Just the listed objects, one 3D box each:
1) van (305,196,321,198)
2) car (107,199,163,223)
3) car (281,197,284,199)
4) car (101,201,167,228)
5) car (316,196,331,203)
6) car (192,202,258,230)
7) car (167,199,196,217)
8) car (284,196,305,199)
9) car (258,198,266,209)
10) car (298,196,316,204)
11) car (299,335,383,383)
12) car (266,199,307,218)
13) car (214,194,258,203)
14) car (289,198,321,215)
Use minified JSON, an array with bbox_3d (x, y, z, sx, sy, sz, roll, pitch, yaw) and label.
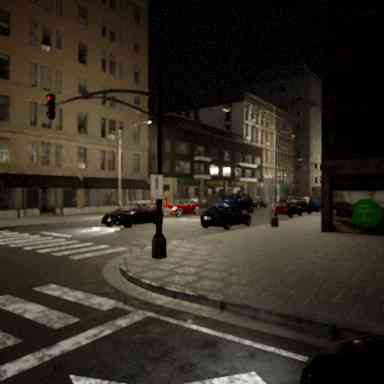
[{"bbox_3d":[15.061,1.349,39.075,1.690,1.788,3.998,0,0,36],"label":"van"},{"bbox_3d":[-4.326,1.407,25.867,1.967,1.590,4.097,0,0,36],"label":"car"},{"bbox_3d":[14.982,1.417,52.708,1.967,1.590,4.097,0,0,36],"label":"car"},{"bbox_3d":[-3.925,1.544,22.081,1.994,1.385,4.181,0,0,36],"label":"car"},{"bbox_3d":[27.855,1.544,70.603,1.887,1.381,4.507,0,0,36],"label":"car"},{"bbox_3d":[2.188,1.572,21.181,1.947,1.339,4.313,0,0,36],"label":"car"},{"bbox_3d":[-1.108,1.406,30.341,1.967,1.590,4.097,0,0,36],"label":"car"},{"bbox_3d":[15.807,1.513,49.353,1.812,1.442,4.674,0,0,36],"label":"car"},{"bbox_3d":[8.546,1.519,43.761,2.008,1.369,4.403,0,0,36],"label":"car"},{"bbox_3d":[21.418,1.538,61.656,2.008,1.369,4.403,0,0,36],"label":"car"},{"bbox_3d":[2.901,1.527,1.620,4.674,1.442,1.812,0,0,35],"label":"car"},{"bbox_3d":[8.624,1.587,30.129,1.802,1.307,4.206,0,0,36],"label":"car"},{"bbox_3d":[4.212,1.198,33.387,2.150,2.045,5.566,0,0,36],"label":"car"},{"bbox_3d":[11.842,1.572,34.602,1.947,1.339,4.313,0,0,36],"label":"car"}]
